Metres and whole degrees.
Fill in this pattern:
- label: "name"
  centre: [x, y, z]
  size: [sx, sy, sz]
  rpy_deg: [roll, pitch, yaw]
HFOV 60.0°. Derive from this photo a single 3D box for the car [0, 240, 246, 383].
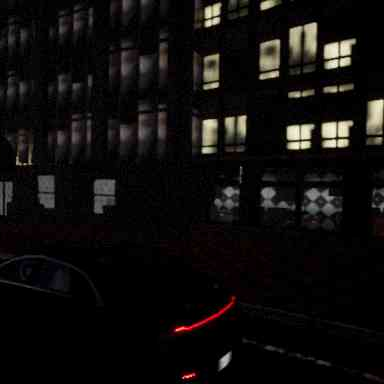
- label: "car"
  centre: [-1.659, 1.458, 4.715]
  size: [4.902, 1.511, 2.128]
  rpy_deg: [1, 0, 34]
